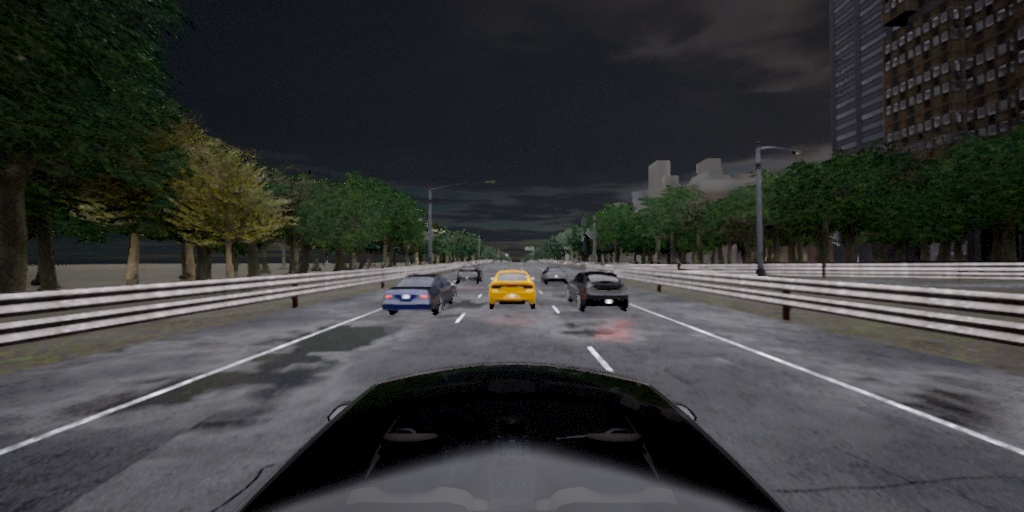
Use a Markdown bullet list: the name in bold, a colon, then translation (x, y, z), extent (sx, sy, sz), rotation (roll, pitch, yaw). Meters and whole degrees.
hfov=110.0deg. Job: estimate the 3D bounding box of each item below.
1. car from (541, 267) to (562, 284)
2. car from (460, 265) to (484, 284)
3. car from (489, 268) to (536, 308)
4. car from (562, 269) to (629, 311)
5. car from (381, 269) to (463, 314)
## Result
- **car**: translation (3.519, 1.601, 30.377), extent (1.994, 1.385, 4.181), rotation (0, 0, 0)
- **car**: translation (-3.483, 1.529, 30.352), extent (2.128, 1.511, 4.902), rotation (0, 0, 0)
- **car**: translation (0.025, 1.375, 16.090), extent (1.882, 1.535, 5.008), rotation (0, 0, 0)
- **car**: translation (3.519, 1.398, 15.357), extent (1.837, 1.490, 4.892), rotation (0, 0, 0)
- **car**: translation (-3.490, 1.428, 14.373), extent (2.033, 1.411, 5.357), rotation (0, -1, 0)
